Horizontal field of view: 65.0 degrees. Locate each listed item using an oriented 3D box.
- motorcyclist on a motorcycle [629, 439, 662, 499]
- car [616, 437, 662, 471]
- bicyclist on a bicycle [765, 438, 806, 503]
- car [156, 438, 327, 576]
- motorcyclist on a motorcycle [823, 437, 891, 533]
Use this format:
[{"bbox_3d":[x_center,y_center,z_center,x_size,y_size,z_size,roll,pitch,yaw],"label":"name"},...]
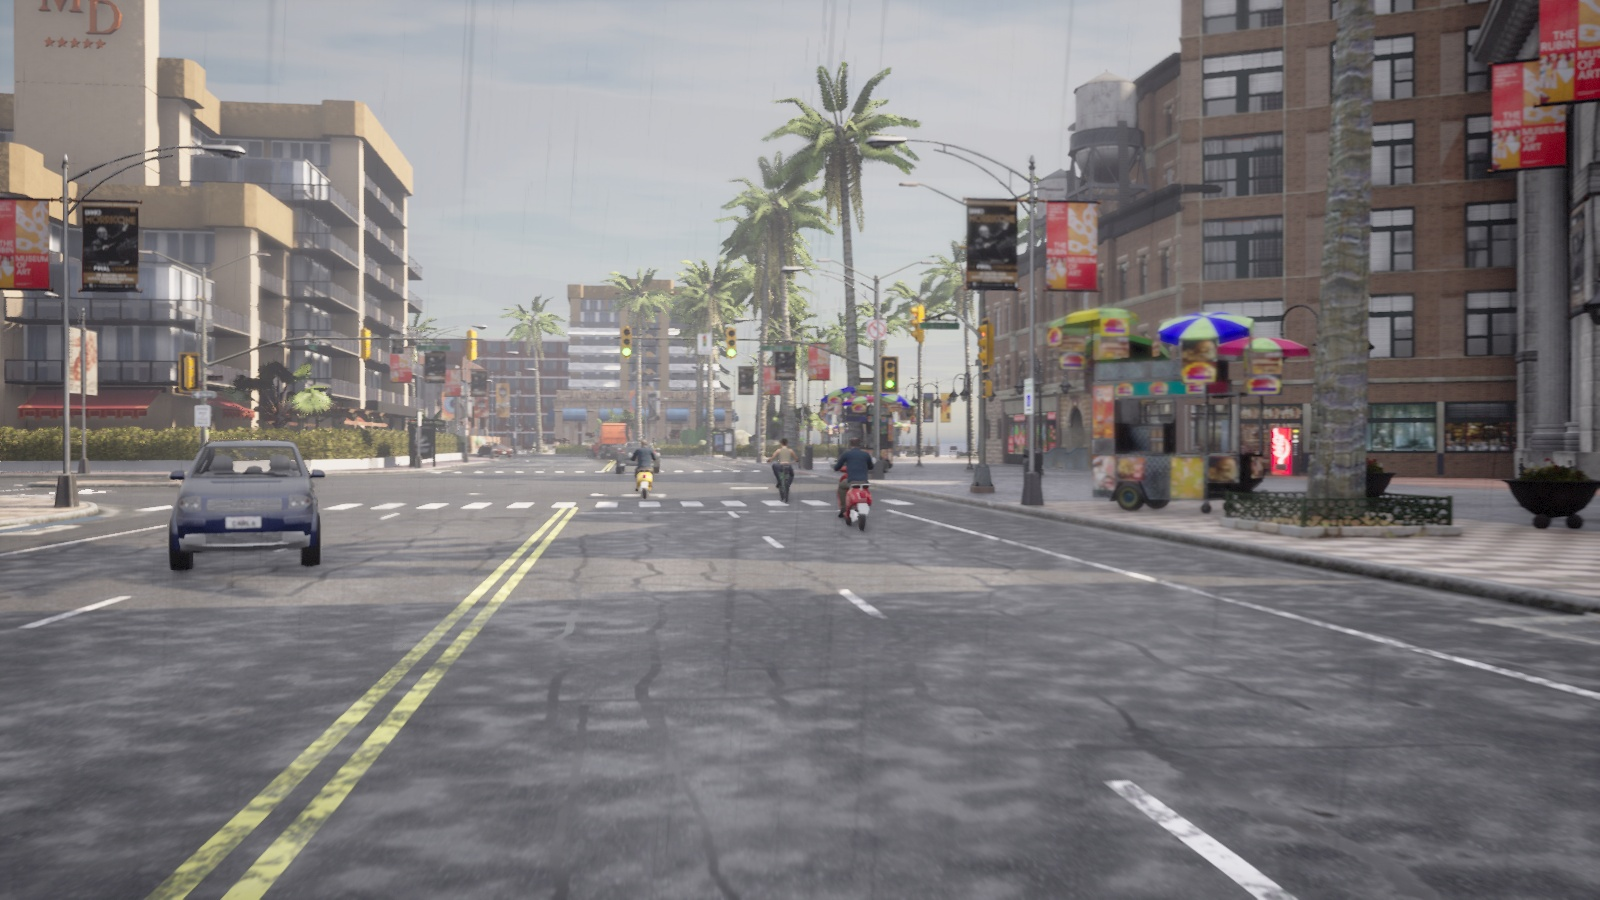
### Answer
[{"bbox_3d":[-4.222,0.506,34.305,0.866,1.590,1.817,0,0,-8],"label":"motorcyclist on a motorcycle"},{"bbox_3d":[-8.064,0.168,63.190,2.152,1.651,5.027,0,0,-6],"label":"car"},{"bbox_3d":[-0.384,0.503,31.973,0.866,1.612,1.509,0,0,-7],"label":"bicyclist on a bicycle"},{"bbox_3d":[-7.066,0.633,16.133,1.789,1.549,3.705,0,0,-21],"label":"car"},{"bbox_3d":[0.968,0.577,21.884,0.866,1.590,1.817,0,0,-8],"label":"motorcyclist on a motorcycle"}]
